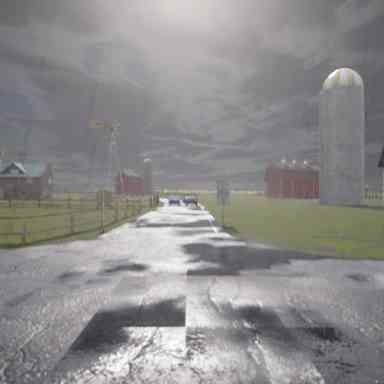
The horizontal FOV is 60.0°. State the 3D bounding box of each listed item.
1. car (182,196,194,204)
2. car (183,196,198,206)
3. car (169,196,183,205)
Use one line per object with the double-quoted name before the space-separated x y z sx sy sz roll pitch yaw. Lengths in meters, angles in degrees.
"car" -0.748 1.466 64.172 1.994 1.385 4.181 0 0 -6
"car" -0.079 1.432 54.043 1.837 1.490 4.892 0 0 -2
"car" -3.019 1.394 58.159 1.882 1.535 5.008 0 0 -2
